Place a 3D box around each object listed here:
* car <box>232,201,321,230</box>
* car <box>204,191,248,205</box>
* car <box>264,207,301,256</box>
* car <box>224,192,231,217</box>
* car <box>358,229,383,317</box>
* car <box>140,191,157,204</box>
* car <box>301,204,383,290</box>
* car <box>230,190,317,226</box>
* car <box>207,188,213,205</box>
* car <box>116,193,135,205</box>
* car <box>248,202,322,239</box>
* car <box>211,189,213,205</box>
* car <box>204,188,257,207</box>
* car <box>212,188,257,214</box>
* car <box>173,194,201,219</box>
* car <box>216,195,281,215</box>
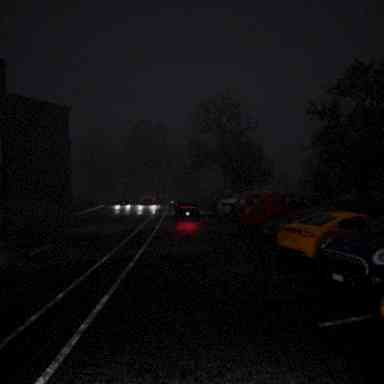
[{"bbox_3d":[5.071,1.326,19.994,4.792,1.488,2.163,0,1,-22],"label":"car"},{"bbox_3d":[4.175,0.720,40.768,4.892,1.521,2.231,0,2,-23],"label":"car"},{"bbox_3d":[5.232,1.409,11.059,5.008,1.535,2.097,1,0,-21],"label":"car"},{"bbox_3d":[4.931,1.113,22.937,4.553,1.767,2.185,0,1,-22],"label":"car"},{"bbox_3d":[5.478,1.449,5.184,5.366,1.575,1.946,1,0,-21],"label":"car"},{"bbox_3d":[-5.369,0.704,41.633,1.882,1.535,5.008,0,2,-3],"label":"car"},{"bbox_3d":[5.307,1.305,8.092,4.553,1.767,2.185,1,1,-21],"label":"car"},{"bbox_3d":[5.150,1.093,17.016,5.566,2.045,2.435,0,1,-22],"label":"car"},{"bbox_3d":[4.464,0.658,34.808,5.566,2.045,2.435,0,2,-23],"label":"car"},{"bbox_3d":[-8.164,0.819,41.475,2.033,1.411,5.357,0,2,-3],"label":"car"},{"bbox_3d":[5.194,1.383,14.029,4.892,1.521,2.231,0,1,-21],"label":"car"},{"bbox_3d":[4.652,0.878,31.873,4.553,1.767,2.185,0,2,-23],"label":"car"},{"bbox_3d":[4.366,0.563,37.807,5.566,2.045,2.435,0,2,-23],"label":"car"},{"bbox_3d":[4.836,0.920,25.902,5.566,2.045,2.435,0,2,-22],"label":"car"},{"bbox_3d":[-0.384,1.198,25.447,1.837,1.490,4.892,0,1,-2],"label":"car"},{"bbox_3d":[4.915,1.089,28.978,5.366,1.575,1.946,0,1,-22],"label":"car"}]
